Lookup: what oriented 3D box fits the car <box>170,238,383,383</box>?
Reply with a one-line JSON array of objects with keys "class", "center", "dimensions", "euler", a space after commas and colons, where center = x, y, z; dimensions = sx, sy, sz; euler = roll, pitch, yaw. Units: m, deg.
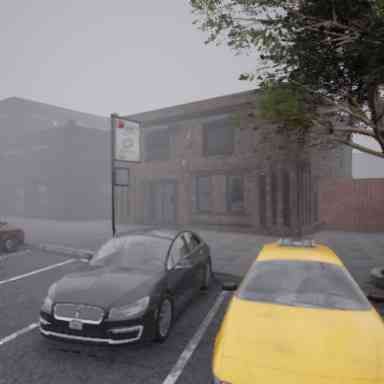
[{"class": "car", "center": [1.514, 1.492, 4.791], "dimensions": [1.946, 1.575, 5.366], "euler": [0, -1, 16]}]

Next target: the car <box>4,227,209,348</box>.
[{"class": "car", "center": [-0.874, 1.522, 6.721], "dimensions": [2.231, 1.521, 4.892], "euler": [0, -1, 16]}]

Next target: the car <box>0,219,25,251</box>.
[{"class": "car", "center": [-8.194, 1.633, 11.957], "dimensions": [2.002, 1.452, 4.674], "euler": [0, -1, 16]}]
